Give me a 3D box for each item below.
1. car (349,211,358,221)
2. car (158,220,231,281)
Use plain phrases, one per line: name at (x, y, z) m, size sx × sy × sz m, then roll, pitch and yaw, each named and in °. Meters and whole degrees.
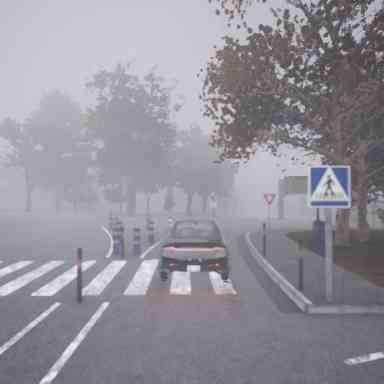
car at (21.071, 3.251, 44.176) m, size 2.033 × 1.411 × 5.357 m, roll 0°, pitch -2°, yaw 17°
car at (0.128, 1.606, 10.252) m, size 2.128 × 1.511 × 4.902 m, roll 0°, pitch -1°, yaw 2°
